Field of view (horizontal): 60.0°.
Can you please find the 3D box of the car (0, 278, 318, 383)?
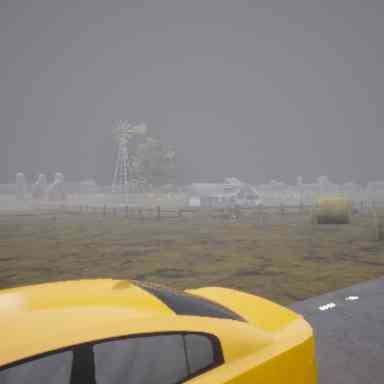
[{"bbox_3d":[-1.235,1.477,2.193,5.008,1.535,1.882,0,0,-35],"label":"car"}]
